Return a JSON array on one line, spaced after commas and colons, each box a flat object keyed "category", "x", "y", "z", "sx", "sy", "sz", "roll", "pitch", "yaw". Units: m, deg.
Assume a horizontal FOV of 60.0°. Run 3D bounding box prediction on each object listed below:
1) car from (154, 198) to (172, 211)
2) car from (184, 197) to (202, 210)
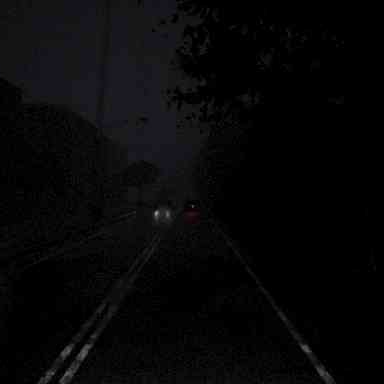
[{"category": "car", "x": -3.351, "y": 1.406, "z": 39.274, "sx": 2.033, "sy": 1.411, "sz": 5.357, "roll": 0, "pitch": 0, "yaw": 0}, {"category": "car", "x": 0.096, "y": 1.361, "z": 39.915, "sx": 1.837, "sy": 1.490, "sz": 4.892, "roll": 0, "pitch": 0, "yaw": 0}]
